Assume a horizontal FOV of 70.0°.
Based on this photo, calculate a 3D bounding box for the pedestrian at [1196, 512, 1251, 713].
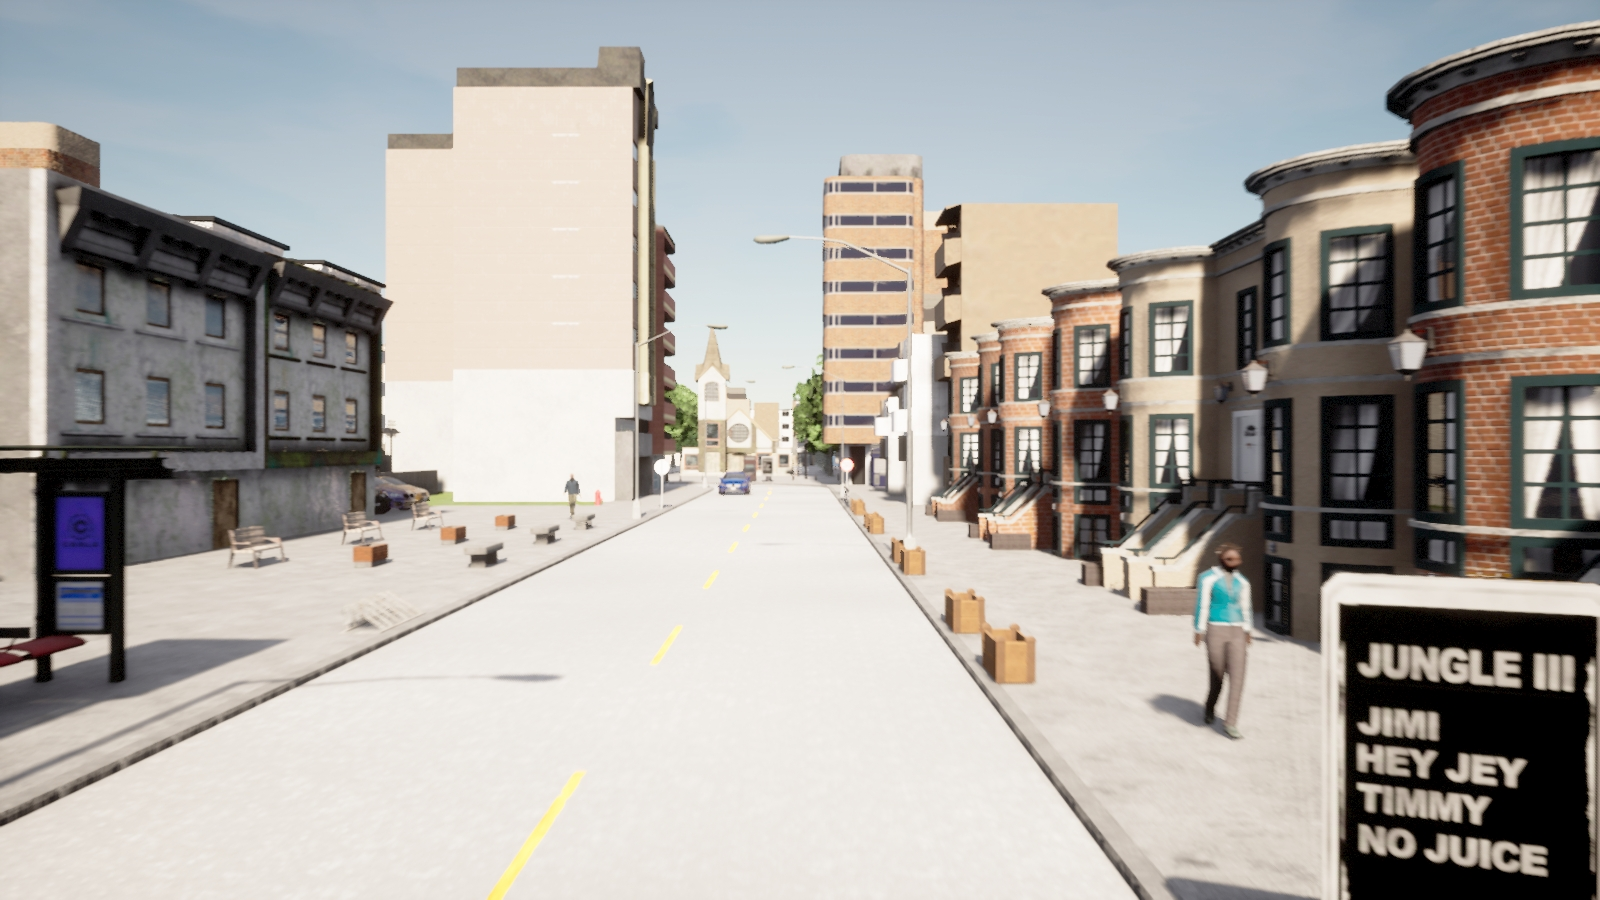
[{"bbox_3d":[4.024,1.525,10.867,0.375,1.860,0.375,0,0,-1],"label":"pedestrian"}]

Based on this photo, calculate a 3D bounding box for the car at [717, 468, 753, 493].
[{"bbox_3d":[-4.056,1.861,71.538,2.002,1.442,4.674,0,0,0],"label":"car"}]

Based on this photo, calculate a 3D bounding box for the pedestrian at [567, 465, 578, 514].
[{"bbox_3d":[-8.750,1.526,43.954,0.375,1.860,0.375,0,0,-3],"label":"pedestrian"}]
